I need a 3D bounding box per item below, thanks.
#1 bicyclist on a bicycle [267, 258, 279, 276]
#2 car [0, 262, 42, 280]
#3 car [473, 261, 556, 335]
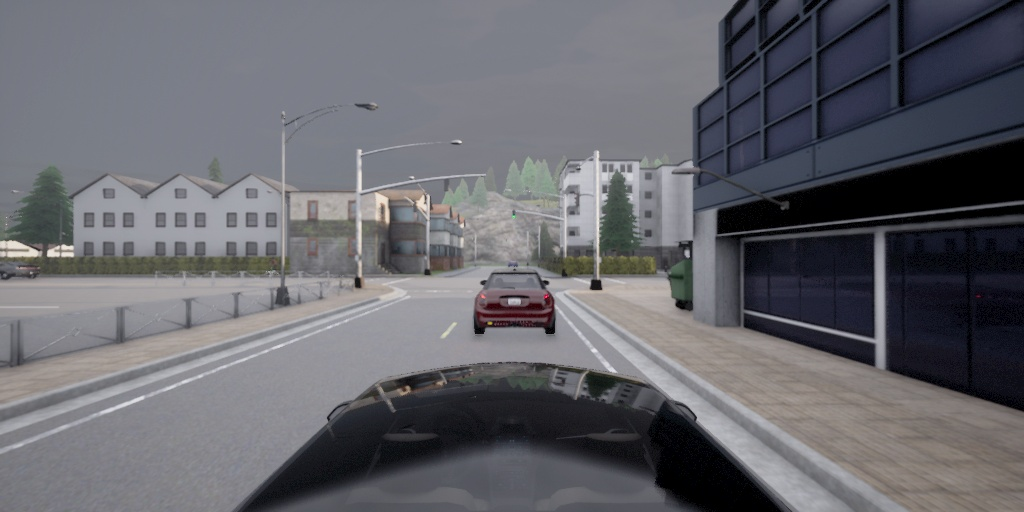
[{"bbox_3d":[-22.258,1.042,33.418,0.582,1.620,1.656,0,0,0],"label":"bicyclist on a bicycle"},{"bbox_3d":[-42.143,1.212,29.637,4.902,1.511,2.128,0,0,0],"label":"car"},{"bbox_3d":[0.083,1.150,10.873,2.097,1.767,4.553,0,0,1],"label":"car"}]
